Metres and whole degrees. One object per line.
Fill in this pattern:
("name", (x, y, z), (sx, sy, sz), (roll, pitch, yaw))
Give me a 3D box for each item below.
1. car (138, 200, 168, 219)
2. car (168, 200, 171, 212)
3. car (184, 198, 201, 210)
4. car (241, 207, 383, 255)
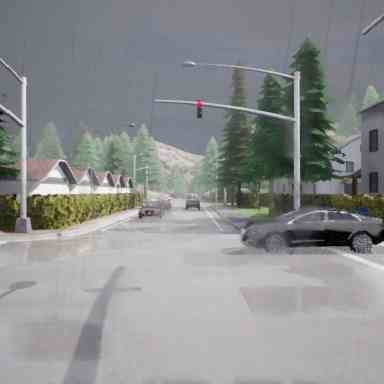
("car", (-3.494, 1.575, 29.357), (1.994, 1.385, 4.181), (0, 0, 0))
("car", (-3.493, 1.615, 39.352), (1.895, 1.301, 4.718), (0, 0, 0))
("car", (0.109, 1.521, 43.324), (1.837, 1.490, 4.892), (0, 0, 0))
("car", (4.221, 1.314, 11.864), (4.902, 1.511, 2.128), (0, 0, 0))
